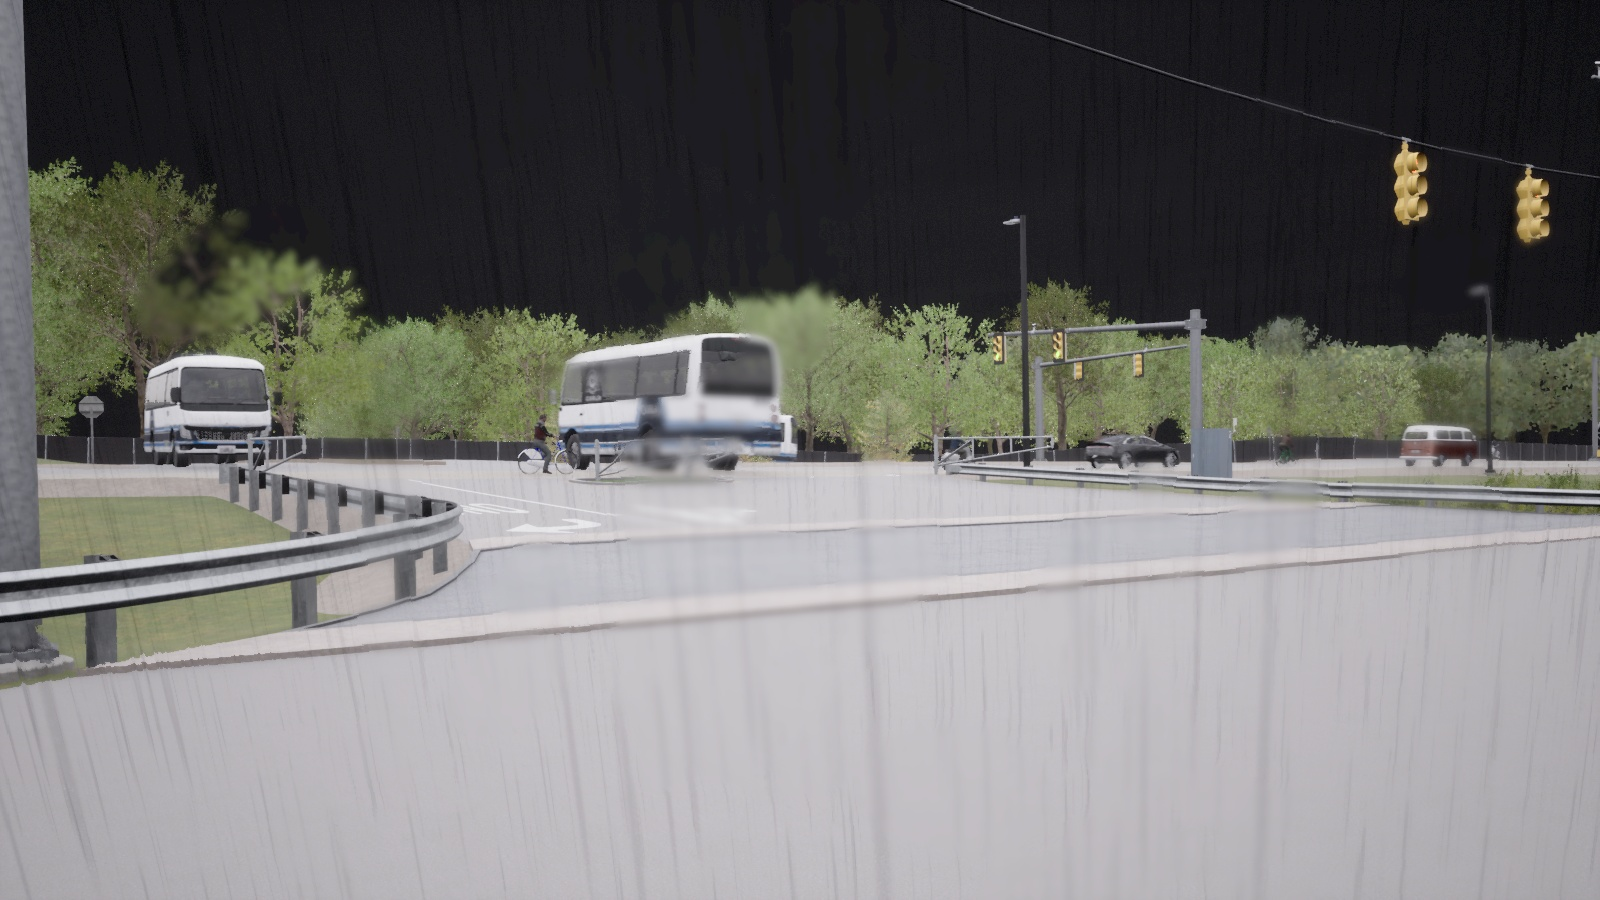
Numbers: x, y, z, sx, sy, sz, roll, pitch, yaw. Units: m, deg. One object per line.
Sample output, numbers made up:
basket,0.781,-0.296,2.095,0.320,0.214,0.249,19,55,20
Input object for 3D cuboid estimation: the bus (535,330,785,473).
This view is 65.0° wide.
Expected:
bus,-5.055,-1.396,42.671,3.944,4.253,10.273,0,-1,-35

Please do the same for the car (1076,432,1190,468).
car,14.692,-0.008,55.313,4.902,1.511,2.128,0,0,-34

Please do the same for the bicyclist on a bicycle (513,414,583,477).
bicyclist on a bicycle,-7.273,-0.128,36.229,1.843,1.776,0.659,0,2,-34

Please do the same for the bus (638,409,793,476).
bus,-5.967,-0.508,89.613,10.273,4.253,3.944,2,-1,8

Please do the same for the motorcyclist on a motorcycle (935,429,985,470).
motorcyclist on a motorcycle,6.322,-0.009,49.657,1.817,1.590,0.866,0,0,-34

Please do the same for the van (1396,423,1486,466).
van,32.105,-0.264,62.858,4.480,2.038,2.069,0,0,-34

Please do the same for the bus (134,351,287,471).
bus,-23.563,-1.396,49.764,3.944,4.253,10.273,-1,0,-34
